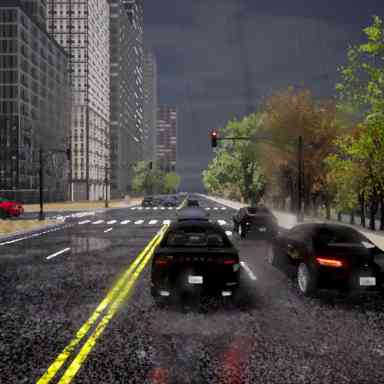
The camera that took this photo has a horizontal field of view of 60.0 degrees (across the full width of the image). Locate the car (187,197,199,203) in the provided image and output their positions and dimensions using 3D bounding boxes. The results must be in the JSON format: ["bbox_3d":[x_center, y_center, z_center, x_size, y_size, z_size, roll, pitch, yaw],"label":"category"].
[{"bbox_3d":[0.100,1.539,53.085,2.033,1.411,5.357,0,0,-1],"label":"car"}]

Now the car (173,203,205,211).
[{"bbox_3d":[0.036,1.545,18.454,2.033,1.411,5.357,0,0,0],"label":"car"}]

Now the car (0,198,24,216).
[{"bbox_3d":[-19.897,1.518,33.293,5.566,2.045,2.150,-1,1,0],"label":"car"}]

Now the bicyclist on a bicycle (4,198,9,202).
[{"bbox_3d":[-24.735,1.578,44.161,0.582,1.620,1.656,-1,1,0],"label":"bicyclist on a bicycle"}]

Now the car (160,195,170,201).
[{"bbox_3d":[-6.657,1.530,82.032,2.033,1.411,5.357,0,0,0],"label":"car"}]

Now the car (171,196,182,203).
[{"bbox_3d":[-3.392,1.529,73.415,2.033,1.411,5.357,0,0,0],"label":"car"}]

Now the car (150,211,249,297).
[{"bbox_3d":[0.074,1.476,8.645,1.882,1.535,5.008,0,0,0],"label":"car"}]

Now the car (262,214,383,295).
[{"bbox_3d":[3.315,1.524,8.605,1.812,1.442,4.674,0,0,0],"label":"car"}]

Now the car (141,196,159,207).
[{"bbox_3d":[-6.688,1.497,51.578,1.837,1.490,4.892,0,0,0],"label":"car"}]

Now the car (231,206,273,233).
[{"bbox_3d":[3.290,1.502,17.862,1.837,1.490,4.892,0,0,0],"label":"car"}]

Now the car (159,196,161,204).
[{"bbox_3d":[-6.686,1.482,60.997,2.128,1.511,4.902,0,0,0],"label":"car"}]

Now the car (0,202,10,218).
[{"bbox_3d":[-19.354,1.880,30.044,4.181,1.385,1.994,-1,1,0],"label":"car"}]

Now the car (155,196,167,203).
[{"bbox_3d":[-6.638,1.529,71.496,2.033,1.411,5.357,0,0,0],"label":"car"}]

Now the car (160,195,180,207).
[{"bbox_3d":[-3.440,1.539,52.923,2.033,1.411,5.357,0,0,0],"label":"car"}]
